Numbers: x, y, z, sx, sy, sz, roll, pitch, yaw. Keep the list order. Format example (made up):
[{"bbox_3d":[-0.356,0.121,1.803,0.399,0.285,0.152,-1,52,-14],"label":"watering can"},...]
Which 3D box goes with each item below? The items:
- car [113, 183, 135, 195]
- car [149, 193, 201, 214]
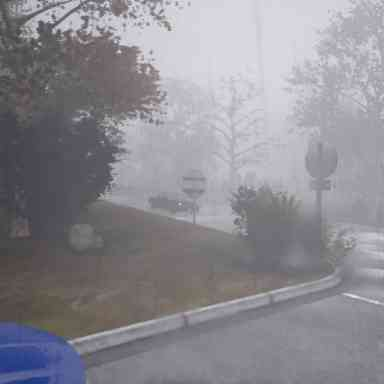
[{"bbox_3d":[-8.767,-0.435,42.082,1.837,1.490,4.892,2,3,-33],"label":"car"},{"bbox_3d":[-1.303,0.754,23.991,1.895,1.301,4.718,2,2,-33],"label":"car"}]
